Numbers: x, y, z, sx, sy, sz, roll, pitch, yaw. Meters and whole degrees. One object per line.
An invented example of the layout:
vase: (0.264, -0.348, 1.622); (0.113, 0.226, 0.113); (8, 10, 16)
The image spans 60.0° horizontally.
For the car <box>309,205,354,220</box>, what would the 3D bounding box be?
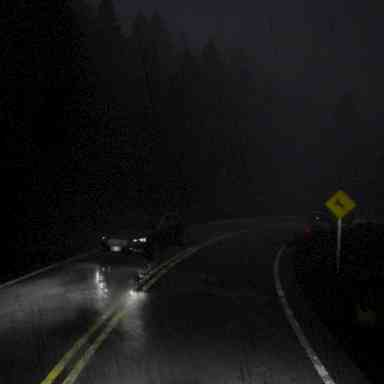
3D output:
car: (11.000, 1.786, 25.966); (4.902, 1.511, 2.128); (2, 2, -43)

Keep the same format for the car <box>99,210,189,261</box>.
car: (-1.549, 1.439, 12.362); (2.128, 1.511, 4.902); (1, 0, 18)
